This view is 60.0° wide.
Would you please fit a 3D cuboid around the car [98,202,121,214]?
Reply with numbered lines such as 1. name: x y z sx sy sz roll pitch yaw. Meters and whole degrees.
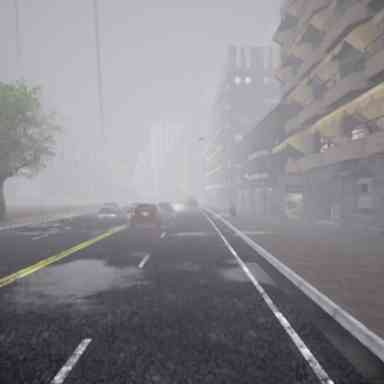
1. car: -10.011 1.918 40.904 2.033 1.411 5.357 0 -1 -1

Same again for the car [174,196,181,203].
1. car: -3.361 2.307 93.150 1.994 1.385 4.181 0 -1 -6

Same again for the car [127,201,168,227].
1. car: -3.156 1.572 24.564 2.097 1.767 4.553 0 -1 0

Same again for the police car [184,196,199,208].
1. police car: 0.164 1.967 58.787 1.930 1.638 5.238 0 -1 -3

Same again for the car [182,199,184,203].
1. car: -0.405 1.862 68.780 2.150 2.045 5.566 0 -1 -4

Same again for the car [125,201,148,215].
1. car: -6.764 1.920 41.055 2.033 1.411 5.357 0 -1 -1

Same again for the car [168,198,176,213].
1. car: -3.373 1.909 42.226 1.812 1.442 4.674 0 0 -1
